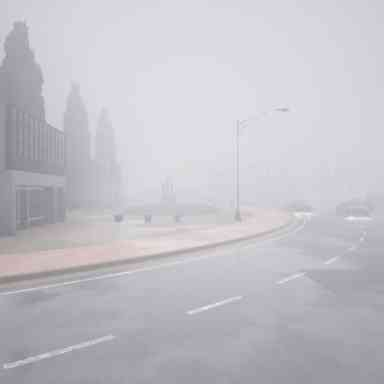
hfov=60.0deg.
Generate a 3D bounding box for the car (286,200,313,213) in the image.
[{"bbox_3d":[11.958,1.563,37.219,1.994,1.385,4.181,0,0,-1],"label":"car"}]

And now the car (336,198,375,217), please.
[{"bbox_3d":[15.044,1.563,31.285,1.994,1.385,4.181,0,0,7],"label":"car"}]
